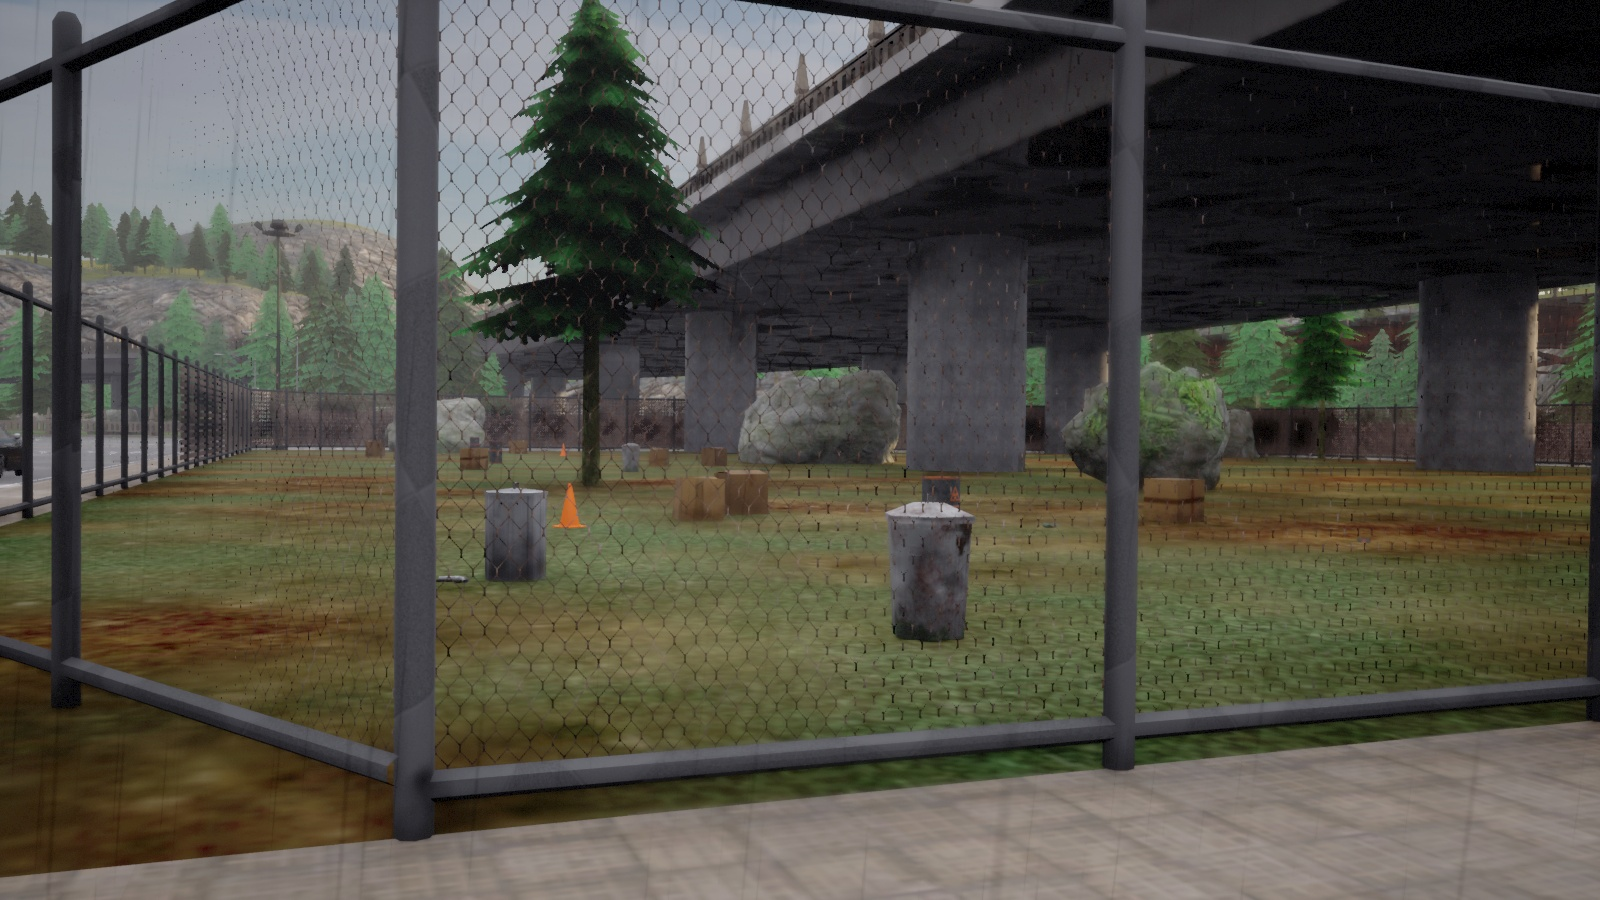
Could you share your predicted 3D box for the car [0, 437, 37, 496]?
[{"bbox_3d":[-21.649,0.405,33.024,1.970,1.475,3.806,-1,1,-20],"label":"car"}]
